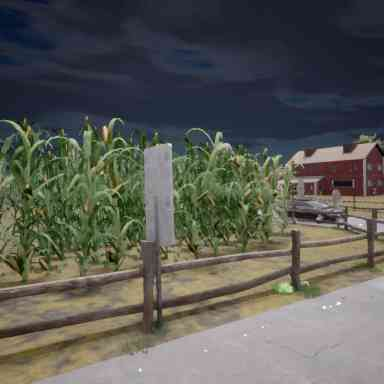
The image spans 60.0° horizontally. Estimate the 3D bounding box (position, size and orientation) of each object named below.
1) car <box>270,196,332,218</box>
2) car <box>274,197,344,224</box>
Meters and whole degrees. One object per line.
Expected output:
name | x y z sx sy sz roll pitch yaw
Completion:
car | 9.144 1.216 28.335 1.837 1.490 4.892 -2 2 -35
car | 8.544 1.349 23.965 1.837 1.490 4.892 -2 2 -33
